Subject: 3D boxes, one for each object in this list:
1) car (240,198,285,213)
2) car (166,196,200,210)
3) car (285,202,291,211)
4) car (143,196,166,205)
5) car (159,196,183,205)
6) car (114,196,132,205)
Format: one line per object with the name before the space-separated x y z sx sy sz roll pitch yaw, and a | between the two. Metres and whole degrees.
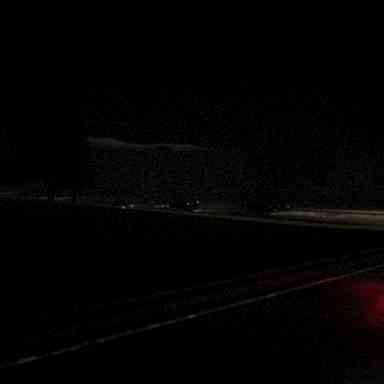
car | 7.650 1.614 37.382 1.895 1.301 4.718 0 0 -36
car | -0.972 1.364 43.261 2.097 1.767 4.553 0 0 -36
car | 9.721 1.508 40.484 2.128 1.511 4.902 0 0 -36
car | -6.614 1.505 57.096 2.128 1.511 4.902 0 0 -35
car | -3.776 1.507 59.145 2.128 1.511 4.902 0 0 -35
car | -12.266 1.559 59.024 1.837 1.490 4.892 0 0 -36
